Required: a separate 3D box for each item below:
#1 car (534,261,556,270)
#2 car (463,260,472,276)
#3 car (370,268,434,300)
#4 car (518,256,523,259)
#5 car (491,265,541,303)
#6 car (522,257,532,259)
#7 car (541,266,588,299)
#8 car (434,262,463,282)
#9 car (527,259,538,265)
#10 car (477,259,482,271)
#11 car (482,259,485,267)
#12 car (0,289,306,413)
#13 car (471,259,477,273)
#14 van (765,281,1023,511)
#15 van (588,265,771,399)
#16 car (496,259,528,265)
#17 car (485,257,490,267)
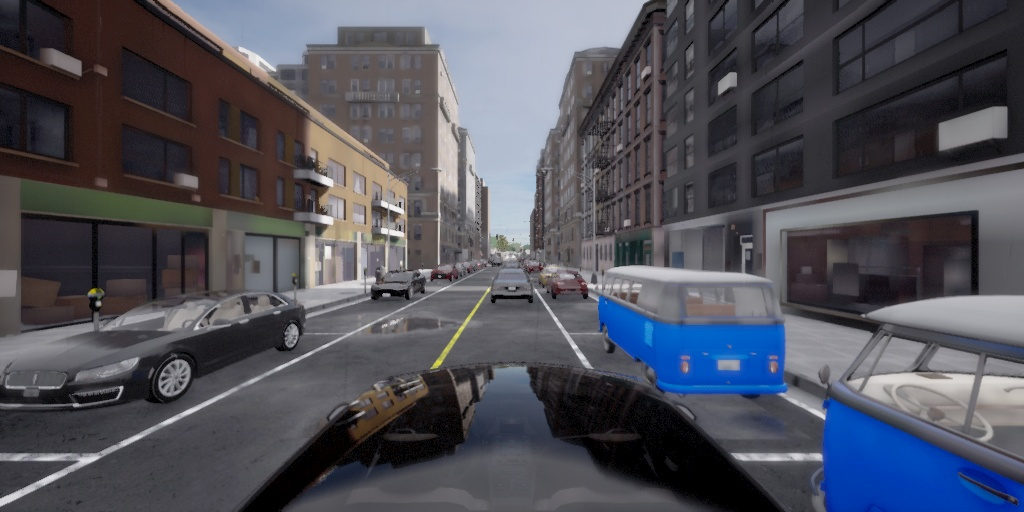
[{"bbox_3d":[2.638,1.271,23.420,1.751,1.417,4.829,0,0,0],"label":"car"},{"bbox_3d":[-5.387,1.296,34.614,2.007,1.370,4.403,0,0,0],"label":"car"},{"bbox_3d":[-5.388,1.312,17.567,1.948,1.339,4.313,0,0,0],"label":"car"},{"bbox_3d":[2.638,1.055,63.026,2.192,1.841,5.009,0,0,0],"label":"car"},{"bbox_3d":[0.000,1.311,16.500,2.033,1.411,5.357,0,0,0],"label":"car"},{"bbox_3d":[2.638,1.183,45.980,1.967,1.591,4.097,0,0,0],"label":"car"},{"bbox_3d":[2.638,1.328,17.568,1.802,1.307,4.207,0,0,0],"label":"car"},{"bbox_3d":[-5.387,1.291,28.932,1.888,1.381,4.507,0,0,0],"label":"car"},{"bbox_3d":[2.638,1.290,40.297,1.888,1.381,4.507,0,0,0],"label":"car"},{"bbox_3d":[-5.387,1.309,45.979,1.948,1.339,4.313,0,0,0],"label":"car"},{"bbox_3d":[-5.387,1.182,51.661,1.967,1.591,4.097,0,0,0],"label":"car"},{"bbox_3d":[-5.388,1.297,6.203,2.007,1.370,4.403,0,0,0],"label":"car"},{"bbox_3d":[-5.387,1.289,40.297,1.888,1.381,4.507,0,0,0],"label":"car"},{"bbox_3d":[2.638,1.088,0.521,1.690,1.789,3.998,0,0,0],"label":"van"},{"bbox_3d":[2.638,1.088,6.203,1.690,1.789,3.998,0,0,0],"label":"van"},{"bbox_3d":[0.000,1.242,31.500,2.128,1.511,4.902,0,0,0],"label":"car"},{"bbox_3d":[-5.387,1.180,63.026,1.967,1.591,4.097,0,0,0],"label":"car"}]
